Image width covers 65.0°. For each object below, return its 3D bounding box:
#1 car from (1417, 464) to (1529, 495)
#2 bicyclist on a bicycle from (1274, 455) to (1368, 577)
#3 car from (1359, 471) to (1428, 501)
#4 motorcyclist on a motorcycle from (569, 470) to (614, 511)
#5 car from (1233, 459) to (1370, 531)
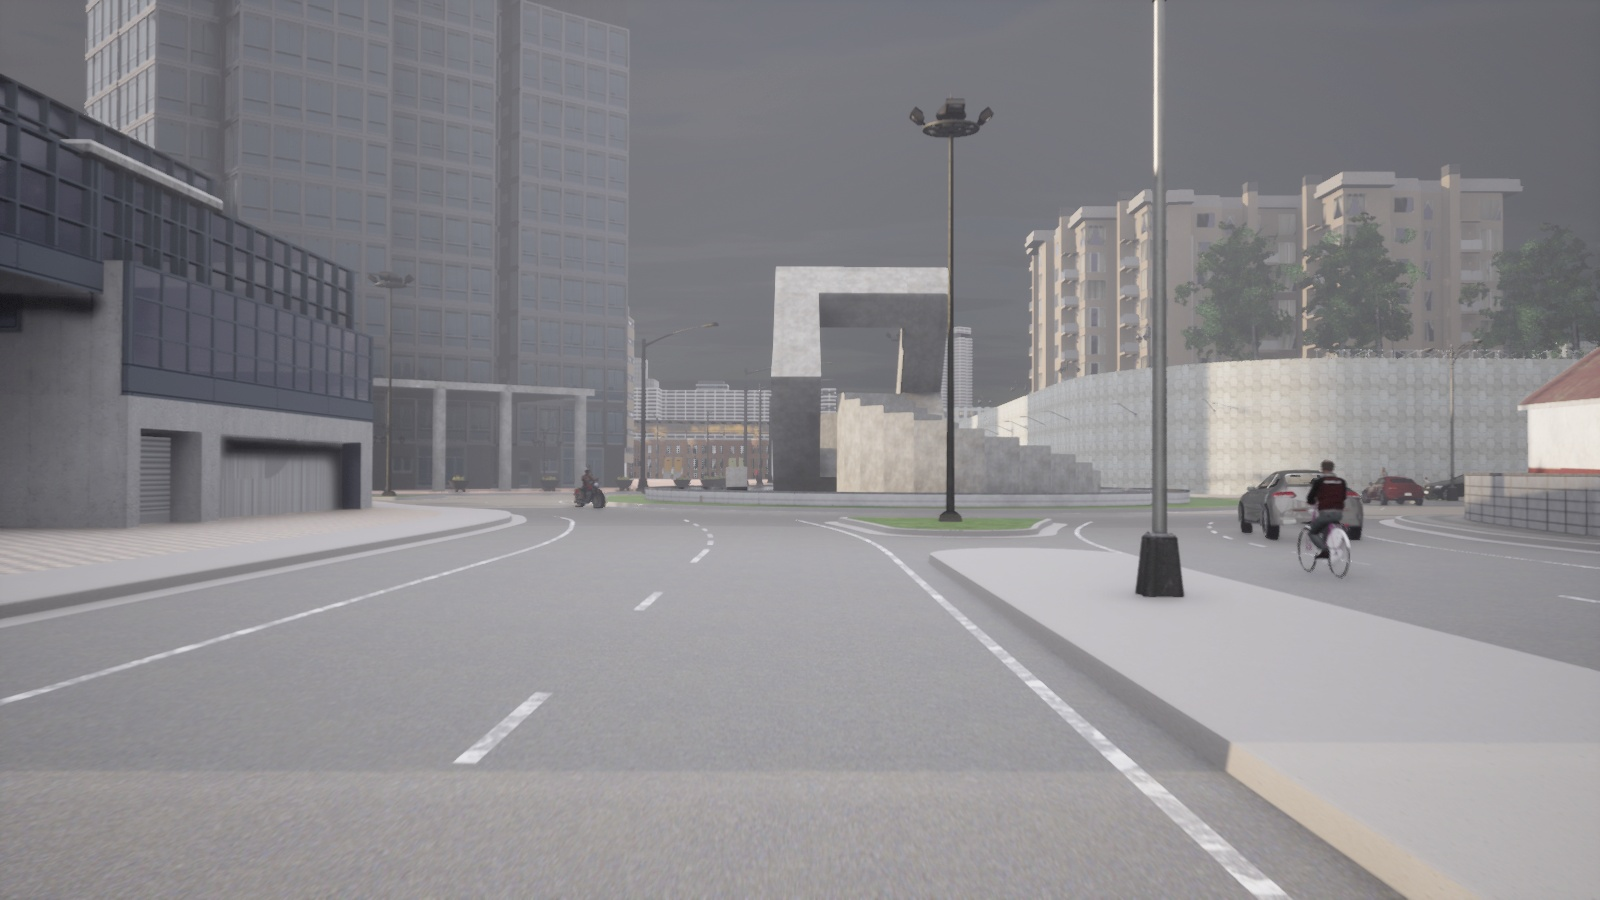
[{"bbox_3d":[37.197,1.609,69.490,5.027,1.651,2.152,0,-1,2],"label":"car"},{"bbox_3d":[7.956,0.976,19.275,0.659,1.776,1.843,0,-1,0],"label":"bicyclist on a bicycle"},{"bbox_3d":[29.385,1.767,62.278,1.812,1.442,4.674,0,-1,9],"label":"car"},{"bbox_3d":[-8.578,1.664,51.596,0.766,1.649,2.350,1,-1,-39],"label":"motorcyclist on a motorcycle"},{"bbox_3d":[12.322,1.067,31.197,2.152,1.651,5.027,0,-1,10],"label":"car"}]
